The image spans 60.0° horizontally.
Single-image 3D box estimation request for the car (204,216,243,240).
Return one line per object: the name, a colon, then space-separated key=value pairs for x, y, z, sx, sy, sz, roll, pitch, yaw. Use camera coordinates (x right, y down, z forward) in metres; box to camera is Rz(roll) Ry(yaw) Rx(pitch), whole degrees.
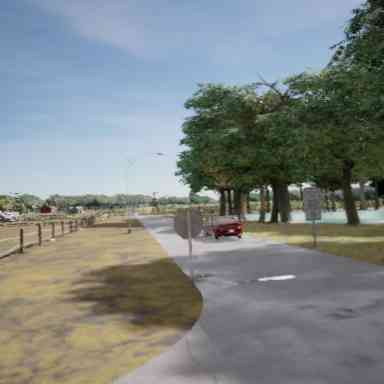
car: x=2.147 y=2.511 z=24.079 sx=1.882 sy=1.535 sz=5.008 roll=-3 pitch=-2 yaw=-10
